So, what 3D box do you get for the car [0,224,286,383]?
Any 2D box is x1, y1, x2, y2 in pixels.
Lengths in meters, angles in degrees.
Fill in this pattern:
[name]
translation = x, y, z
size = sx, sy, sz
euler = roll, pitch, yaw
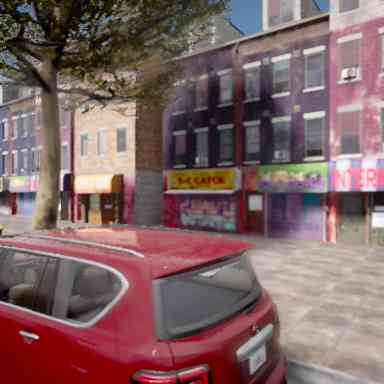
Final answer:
[car]
translation = -1.458, 1.321, 3.851
size = 5.009, 1.841, 2.192
euler = 0, 0, 36
